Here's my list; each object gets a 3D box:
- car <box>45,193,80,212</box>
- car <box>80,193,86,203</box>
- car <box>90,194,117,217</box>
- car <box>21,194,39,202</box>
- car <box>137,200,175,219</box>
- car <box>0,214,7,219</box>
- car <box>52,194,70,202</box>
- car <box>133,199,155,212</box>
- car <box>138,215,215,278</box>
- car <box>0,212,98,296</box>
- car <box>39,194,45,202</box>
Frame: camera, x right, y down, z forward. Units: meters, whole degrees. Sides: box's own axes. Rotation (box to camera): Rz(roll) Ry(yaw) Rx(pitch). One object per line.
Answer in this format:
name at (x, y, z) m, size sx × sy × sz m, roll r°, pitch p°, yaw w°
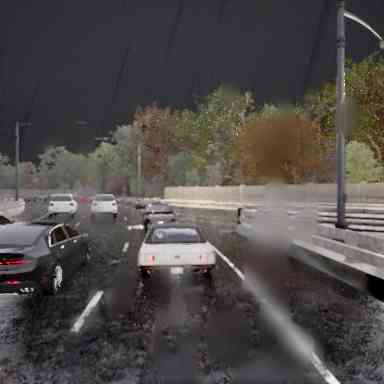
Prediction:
car at (-11.826, 1.237, 30.680) m, size 2.150 × 2.045 × 5.566 m, roll 0°, pitch 0°, yaw -17°
car at (-23.526, 1.257, 68.329) m, size 2.150 × 2.045 × 5.566 m, roll 0°, pitch 0°, yaw -37°
car at (-8.239, 1.233, 30.904) m, size 2.150 × 2.045 × 5.566 m, roll 0°, pitch 0°, yaw -17°
car at (-35.197, 1.500, 71.349) m, size 1.895 × 1.301 × 4.718 m, roll 0°, pitch 0°, yaw -45°
car at (-2.127, 1.495, 20.600) m, size 2.128 × 1.511 × 4.902 m, roll 0°, pitch 0°, yaw -11°
car at (-7.800, 1.488, 12.258) m, size 1.882 × 1.535 × 5.008 m, roll 0°, pitch 0°, yaw -7°
car at (-30.016, 1.251, 76.059) m, size 2.097 × 1.767 × 4.553 m, roll 0°, pitch 0°, yaw -45°
car at (-5.013, 1.495, 36.903) m, size 2.128 × 1.511 × 4.902 m, roll 0°, pitch 0°, yaw -32°
car at (-0.539, 1.601, 10.194) m, size 1.895 × 1.301 × 4.718 m, roll 0°, pitch 0°, yaw -5°
car at (-3.934, 1.510, 8.587) m, size 1.837 × 1.490 × 4.892 m, roll 0°, pitch 0°, yaw -4°
car at (-32.607, 1.400, 73.704) m, size 1.837 × 1.490 × 4.892 m, roll 0°, pitch 0°, yaw -45°
